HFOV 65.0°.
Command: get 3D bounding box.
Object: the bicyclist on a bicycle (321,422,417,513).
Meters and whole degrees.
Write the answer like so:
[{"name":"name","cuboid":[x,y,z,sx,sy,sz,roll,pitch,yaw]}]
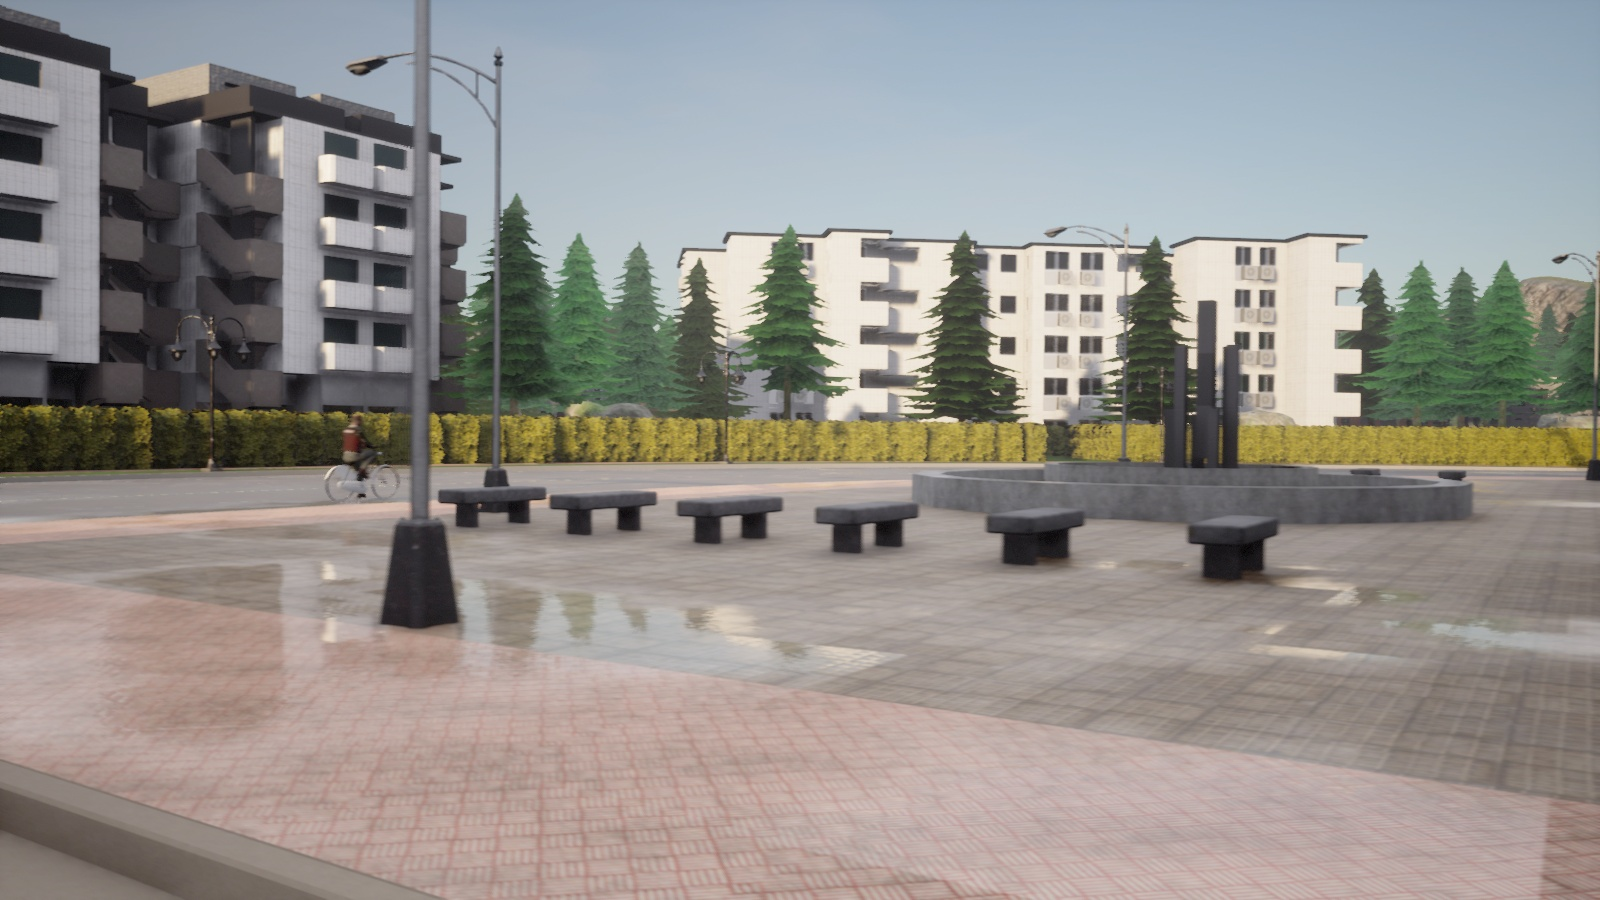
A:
[{"name":"bicyclist on a bicycle","cuboid":[-8.764,0.332,25.596,0.659,1.776,1.843,0,1,31]}]
